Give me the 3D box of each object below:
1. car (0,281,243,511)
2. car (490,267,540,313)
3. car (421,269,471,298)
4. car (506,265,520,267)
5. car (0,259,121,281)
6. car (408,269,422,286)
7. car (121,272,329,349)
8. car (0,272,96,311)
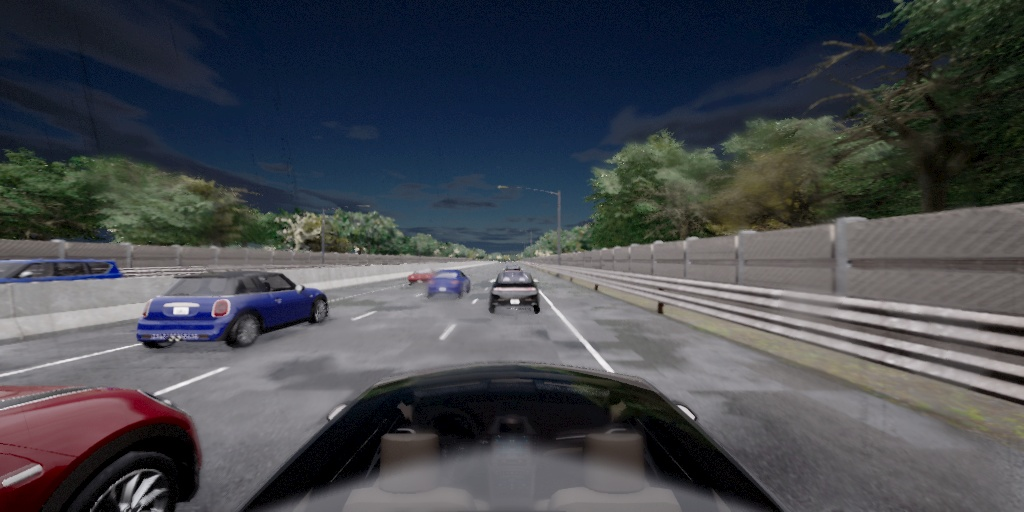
[{"bbox_3d":[-3.402,1.092,0.824,2.097,1.767,4.553,0,-1,0],"label":"car"},{"bbox_3d":[0.100,1.392,14.867,2.128,1.511,4.902,0,-1,0],"label":"car"},{"bbox_3d":[-3.398,1.484,19.870,1.812,1.442,4.674,0,-1,0],"label":"car"},{"bbox_3d":[0.102,1.634,35.202,2.128,1.511,4.902,0,-1,0],"label":"car"},{"bbox_3d":[-17.521,1.104,12.956,2.150,2.045,5.566,0,-1,0],"label":"car"},{"bbox_3d":[-6.899,1.671,29.226,1.895,1.301,4.718,0,-1,0],"label":"car"},{"bbox_3d":[-6.901,1.191,9.602,2.097,1.767,4.553,0,-1,0],"label":"car"},{"bbox_3d":[-21.007,1.445,14.529,2.033,1.411,5.357,0,-1,0],"label":"car"}]
